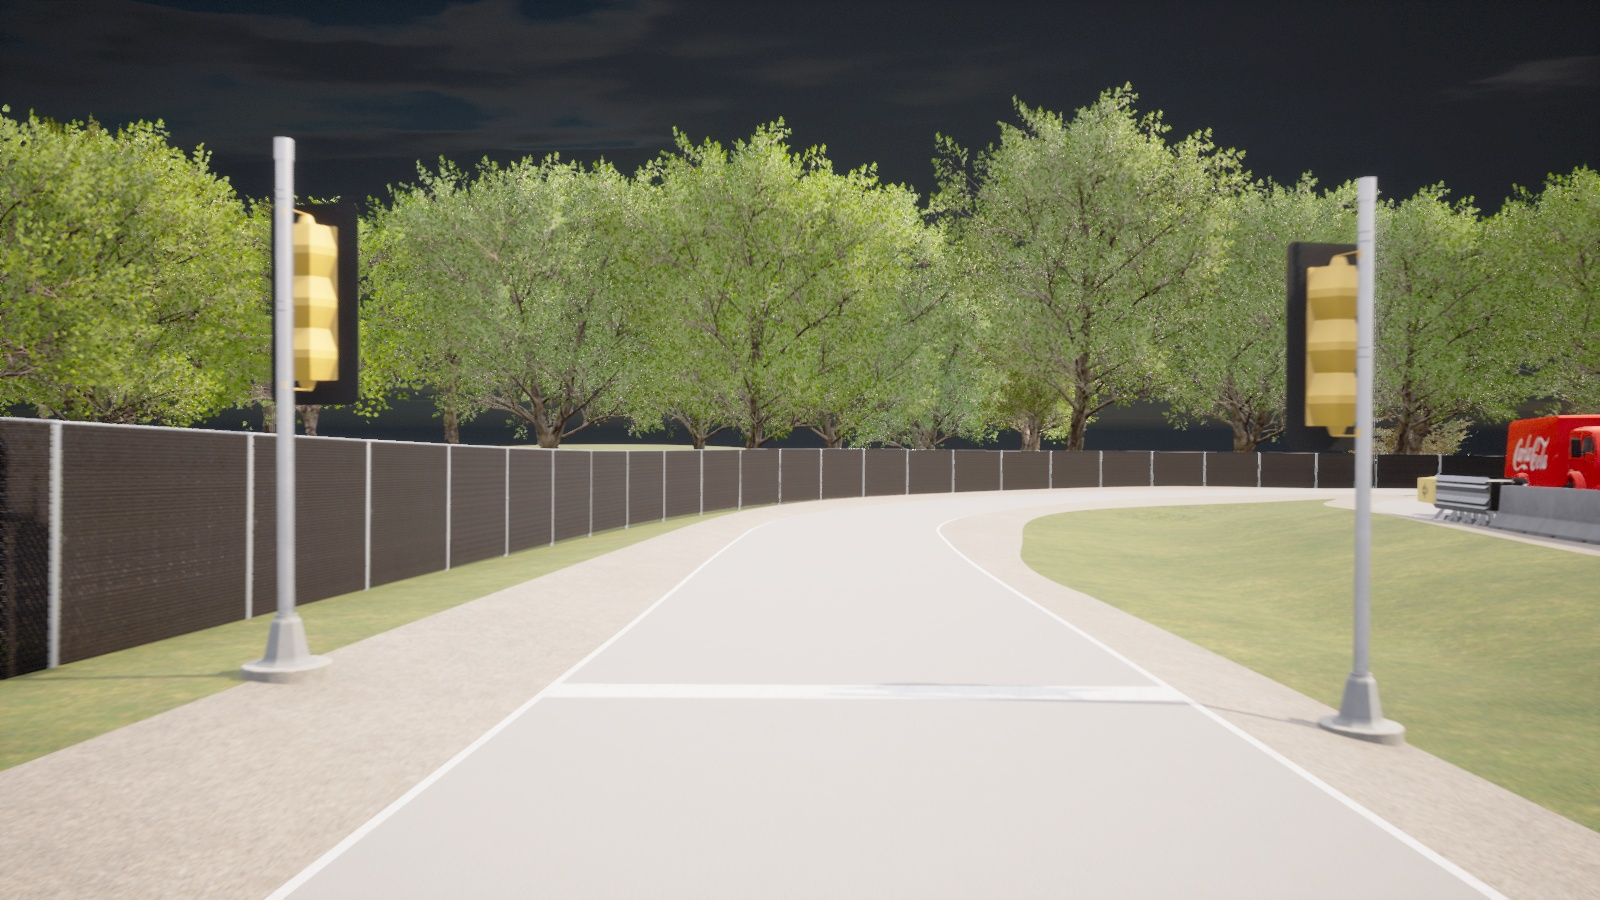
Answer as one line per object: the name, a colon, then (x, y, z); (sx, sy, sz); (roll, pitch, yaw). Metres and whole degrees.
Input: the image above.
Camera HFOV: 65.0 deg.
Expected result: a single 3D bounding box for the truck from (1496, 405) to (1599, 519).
truck: (18.626, 0.284, 29.463); (2.627, 2.467, 5.204); (0, -1, 12)
